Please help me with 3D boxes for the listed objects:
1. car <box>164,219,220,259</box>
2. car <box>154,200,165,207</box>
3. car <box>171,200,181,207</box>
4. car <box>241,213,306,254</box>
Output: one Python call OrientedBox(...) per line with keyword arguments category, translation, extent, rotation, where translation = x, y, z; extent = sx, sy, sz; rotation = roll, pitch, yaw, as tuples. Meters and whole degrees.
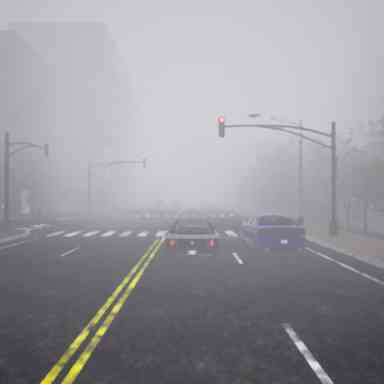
OrientedBox(category="car", translation=(0.027, 1.739, 13.248), extent=(1.895, 1.301, 4.718), rotation=(0, -1, 1))
OrientedBox(category="car", translation=(-6.471, 2.271, 66.979), extent=(1.994, 1.385, 4.181), rotation=(0, -1, 0))
OrientedBox(category="car", translation=(-3.218, 2.311, 66.943), extent=(1.895, 1.301, 4.718), rotation=(0, -1, 0))
OrientedBox(category="car", translation=(3.285, 1.625, 14.213), extent=(1.882, 1.535, 5.008), rotation=(0, 0, 0))
